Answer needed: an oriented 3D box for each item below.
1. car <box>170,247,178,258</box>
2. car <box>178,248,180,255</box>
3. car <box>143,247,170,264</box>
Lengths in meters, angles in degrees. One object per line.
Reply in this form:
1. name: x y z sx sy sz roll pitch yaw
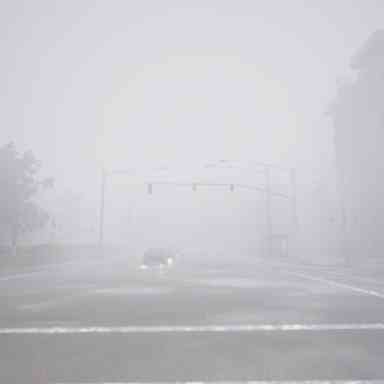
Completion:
1. car: -3.420 8.282 45.671 2.128 1.511 4.902 0 -9 0
2. car: -3.264 10.832 61.501 1.882 1.535 5.008 0 -9 0
3. car: -3.480 6.081 32.096 1.882 1.535 5.008 0 -9 0
